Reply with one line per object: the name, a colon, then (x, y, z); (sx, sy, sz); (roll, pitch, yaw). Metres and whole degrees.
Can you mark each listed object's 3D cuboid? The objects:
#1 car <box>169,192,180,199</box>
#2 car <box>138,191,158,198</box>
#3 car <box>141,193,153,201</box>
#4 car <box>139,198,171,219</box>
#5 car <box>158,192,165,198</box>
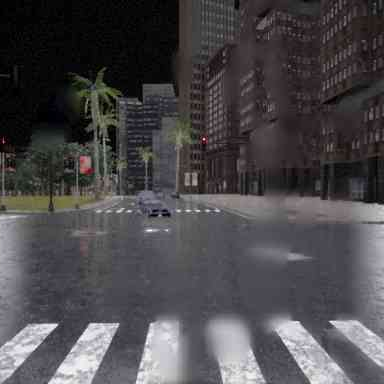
car: (-3.967, 0.751, 74.926); (1.837, 1.490, 4.892); (0, 1, -11)
car: (-6.114, 0.846, 45.400); (2.150, 2.045, 5.566); (0, 1, -7)
car: (-8.559, 0.961, 63.122); (1.994, 1.385, 4.181); (0, 1, -10)
car: (-3.139, 1.462, 27.698); (1.895, 1.301, 4.718); (0, 1, -18)
car: (-7.257, 0.769, 74.829); (2.128, 1.511, 4.902); (0, 1, -11)
